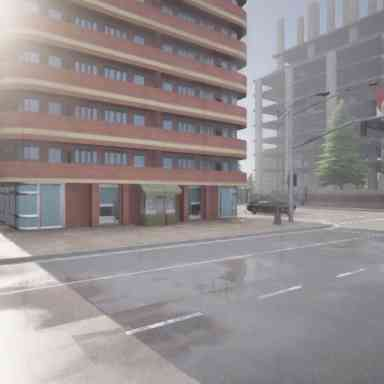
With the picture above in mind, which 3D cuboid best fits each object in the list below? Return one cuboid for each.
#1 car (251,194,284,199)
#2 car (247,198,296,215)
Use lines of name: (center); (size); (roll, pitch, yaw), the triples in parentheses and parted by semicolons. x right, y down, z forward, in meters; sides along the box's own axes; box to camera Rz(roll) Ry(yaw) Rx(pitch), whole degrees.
car: (8.845, 1.222, 37.055); (2.150, 2.045, 5.566); (0, 0, -36)
car: (7.687, 1.601, 32.712); (1.895, 1.301, 4.718); (0, 0, -36)
